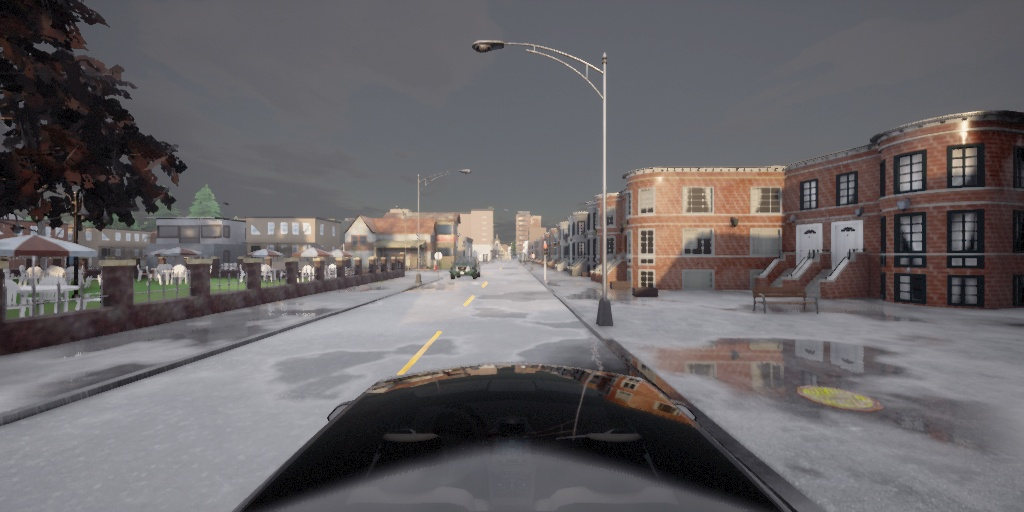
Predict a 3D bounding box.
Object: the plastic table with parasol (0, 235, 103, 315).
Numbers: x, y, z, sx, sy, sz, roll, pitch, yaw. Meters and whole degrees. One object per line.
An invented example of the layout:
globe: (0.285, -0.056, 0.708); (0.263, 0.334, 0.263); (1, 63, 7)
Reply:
plastic table with parasol: (-14.049, 0.627, 10.484); (2.482, 2.480, 2.482); (0, 0, -38)

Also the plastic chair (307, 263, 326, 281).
plastic chair: (-12.907, 1.286, 23.567); (0.750, 1.272, 0.730); (0, 0, -40)

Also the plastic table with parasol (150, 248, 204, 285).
plastic table with parasol: (-22.280, 0.671, 24.082); (2.482, 2.480, 2.482); (0, 0, -42)

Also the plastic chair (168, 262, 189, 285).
plastic chair: (-21.566, 1.214, 23.201); (0.750, 1.272, 0.730); (0, 0, -42)

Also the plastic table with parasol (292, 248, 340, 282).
plastic table with parasol: (-13.644, 0.700, 24.573); (2.482, 2.480, 2.482); (0, 0, -40)

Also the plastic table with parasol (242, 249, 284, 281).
plastic table with parasol: (-19.311, 0.705, 28.067); (2.482, 2.480, 2.482); (0, 0, -40)

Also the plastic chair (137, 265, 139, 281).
plastic chair: (-28.749, 1.309, 28.051); (0.730, 1.272, 0.750); (0, 0, -40)

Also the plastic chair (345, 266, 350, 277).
plastic chair: (-13.344, 1.339, 28.043); (0.750, 1.272, 0.730); (0, 0, -40)

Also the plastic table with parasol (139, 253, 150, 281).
plastic table with parasol: (-27.752, 0.683, 28.783); (2.482, 2.480, 2.482); (0, 0, -40)

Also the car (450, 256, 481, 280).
car: (-4.000, 1.006, 31.510); (2.150, 2.045, 5.566); (0, 0, 0)

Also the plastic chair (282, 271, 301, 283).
plastic chair: (-14.640, 1.275, 23.841); (0.730, 1.272, 0.750); (0, 0, -40)

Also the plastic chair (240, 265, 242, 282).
plastic chair: (-20.310, 1.302, 27.335); (0.730, 1.272, 0.750); (0, 0, -40)

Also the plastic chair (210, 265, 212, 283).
plastic chair: (-21.239, 1.286, 24.815); (0.730, 1.272, 0.750); (0, 0, -40)

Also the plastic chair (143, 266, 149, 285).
plastic chair: (-23.263, 1.292, 23.327); (0.730, 1.272, 0.750); (0, 0, -40)

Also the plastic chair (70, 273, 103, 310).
plastic chair: (-13.063, 1.267, 11.208); (0.730, 1.272, 0.750); (0, 0, -40)

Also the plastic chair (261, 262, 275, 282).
plastic chair: (-18.574, 1.311, 27.046); (0.750, 1.272, 0.730); (0, 0, -40)

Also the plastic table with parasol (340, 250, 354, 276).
plastic table with parasol: (-14.080, 0.737, 29.064); (2.482, 2.480, 2.482); (0, 0, -40)

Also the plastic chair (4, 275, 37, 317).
plastic chair: (-13.349, 1.242, 9.450); (0.750, 1.272, 0.730); (0, 0, -40)
